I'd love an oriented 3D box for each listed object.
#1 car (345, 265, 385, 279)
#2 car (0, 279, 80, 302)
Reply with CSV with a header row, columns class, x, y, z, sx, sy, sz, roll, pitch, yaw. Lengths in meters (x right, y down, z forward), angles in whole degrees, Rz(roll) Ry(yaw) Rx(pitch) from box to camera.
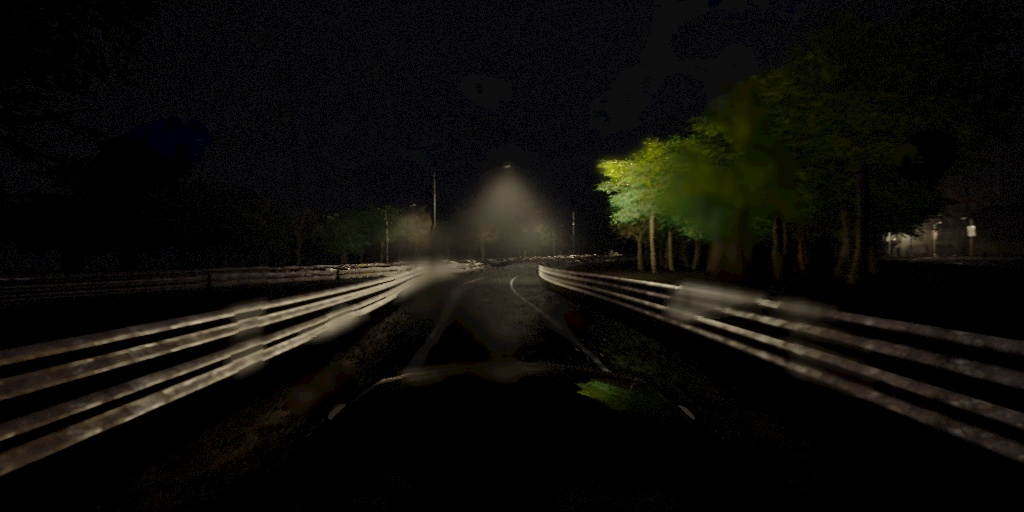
class,x,y,z,sx,sy,sz,roll,pitch,yaw
car,-18.148,1.894,44.637,1.882,1.535,5.008,0,1,35
car,-32.610,2.293,24.055,1.812,1.442,4.674,0,1,35
